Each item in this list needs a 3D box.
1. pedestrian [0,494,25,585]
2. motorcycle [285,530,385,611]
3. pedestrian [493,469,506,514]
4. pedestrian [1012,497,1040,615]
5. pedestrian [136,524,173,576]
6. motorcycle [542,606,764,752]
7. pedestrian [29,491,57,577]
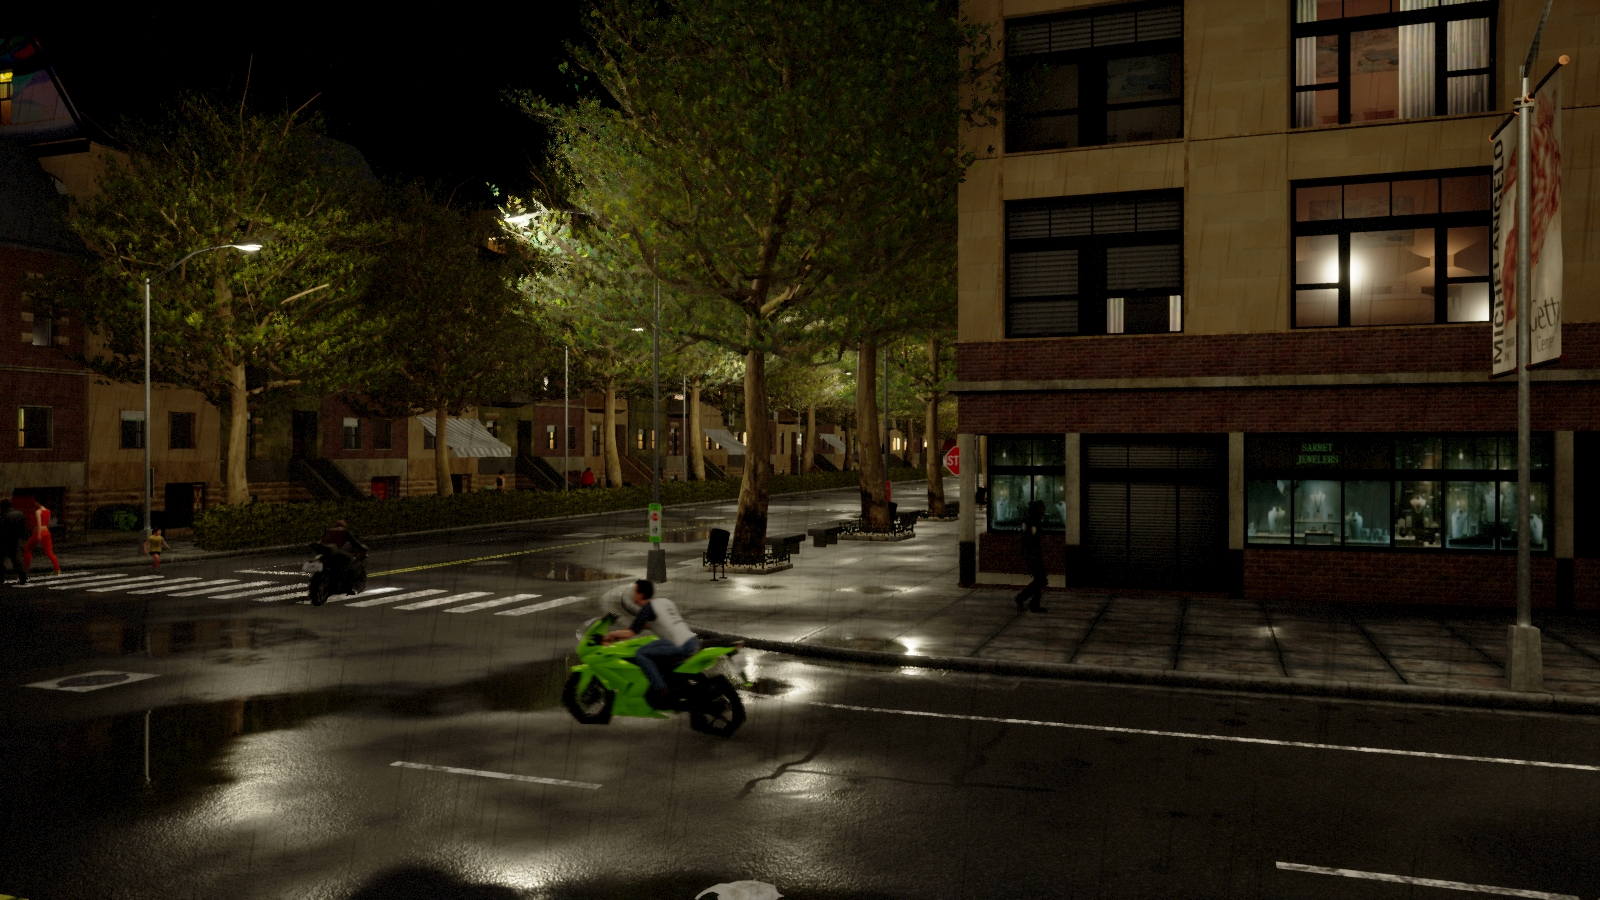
[{"bbox_3d":[-16.421,1.849,23.748,0.375,1.860,0.375,0,0,24],"label":"pedestrian"},{"bbox_3d":[-8.626,2.205,21.317,0.867,1.251,2.209,2,0,1],"label":"motorcycle"},{"bbox_3d":[-12.376,1.696,47.053,0.375,1.860,0.375,0,0,19],"label":"pedestrian"},{"bbox_3d":[3.648,1.699,18.444,0.375,1.860,0.375,0,0,0],"label":"pedestrian"},{"bbox_3d":[-14.391,2.229,25.471,0.500,1.100,0.500,0,0,20],"label":"pedestrian"},{"bbox_3d":[-1.454,2.213,11.284,2.033,1.145,0.803,0,0,20],"label":"motorcycle"},{"bbox_3d":[-16.756,1.849,25.292,0.375,1.860,0.375,0,0,9],"label":"pedestrian"}]
